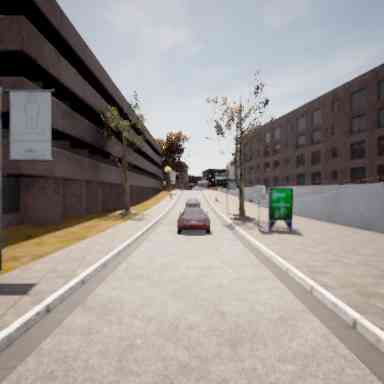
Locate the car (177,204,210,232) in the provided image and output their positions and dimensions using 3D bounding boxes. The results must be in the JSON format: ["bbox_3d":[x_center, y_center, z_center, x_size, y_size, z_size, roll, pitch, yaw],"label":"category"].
[{"bbox_3d":[0.104,1.667,20.835,1.994,1.385,4.181,0,0,0],"label":"car"}]

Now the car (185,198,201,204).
[{"bbox_3d":[0.109,1.404,39.036,2.033,1.411,5.357,0,2,0],"label":"car"}]
